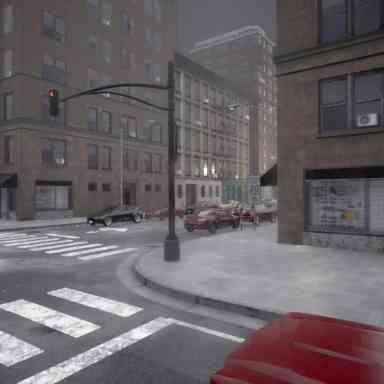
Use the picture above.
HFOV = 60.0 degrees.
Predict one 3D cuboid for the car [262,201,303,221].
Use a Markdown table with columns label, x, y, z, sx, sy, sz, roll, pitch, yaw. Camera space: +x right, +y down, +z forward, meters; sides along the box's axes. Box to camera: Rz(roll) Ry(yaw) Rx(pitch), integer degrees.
| label | x | y | z | sx | sy | sz | roll | pitch | yaw |
| --- | --- | --- | --- | --- | --- | --- | --- | --- | --- |
| car | 7.696 | 1.495 | 27.990 | 1.752 | 1.417 | 4.829 | 0 | 0 | 36 |

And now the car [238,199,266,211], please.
| label | x | y | z | sx | sy | sz | roll | pitch | yaw |
| --- | --- | --- | --- | --- | --- | --- | --- | --- | --- |
| car | 7.486 | 1.600 | 41.494 | 1.802 | 1.307 | 4.206 | 0 | 0 | 36 |

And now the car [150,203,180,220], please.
| label | x | y | z | sx | sy | sz | roll | pitch | yaw |
| --- | --- | --- | --- | --- | --- | --- | --- | --- | --- |
| car | -2.142 | 1.604 | 28.027 | 1.802 | 1.307 | 4.206 | 0 | 0 | 36 |

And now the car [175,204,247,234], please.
| label | x | y | z | sx | sy | sz | roll | pitch | yaw |
| --- | --- | --- | --- | --- | --- | --- | --- | --- | --- |
| car | 1.178 | 1.555 | 18.872 | 1.802 | 1.307 | 4.206 | 0 | 0 | 36 |

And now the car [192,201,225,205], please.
| label | x | y | z | sx | sy | sz | roll | pitch | yaw |
| --- | --- | --- | --- | --- | --- | --- | --- | --- | --- |
| car | 1.067 | 1.565 | 32.516 | 1.887 | 1.381 | 4.507 | 0 | 0 | 36 |

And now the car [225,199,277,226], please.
| label | x | y | z | sx | sy | sz | roll | pitch | yaw |
| --- | --- | --- | --- | --- | --- | --- | --- | --- | --- |
| car | 4.387 | 1.412 | 23.362 | 1.967 | 1.590 | 4.097 | 0 | 0 | 36 |

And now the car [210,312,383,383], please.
| label | x | y | z | sx | sy | sz | roll | pitch | yaw |
| --- | --- | --- | --- | --- | --- | --- | --- | --- | --- |
| car | 2.381 | 1.601 | 1.991 | 4.718 | 1.301 | 1.895 | 0 | 0 | 36 |

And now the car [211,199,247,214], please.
| label | x | y | z | sx | sy | sz | roll | pitch | yaw |
| --- | --- | --- | --- | --- | --- | --- | --- | --- | --- |
| car | 4.177 | 1.544 | 36.867 | 1.752 | 1.417 | 4.829 | 0 | 0 | 36 |

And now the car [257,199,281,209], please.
| label | x | y | z | sx | sy | sz | roll | pitch | yaw |
| --- | --- | --- | --- | --- | --- | --- | --- | --- | --- |
| car | 10.695 | 1.601 | 45.983 | 1.802 | 1.307 | 4.206 | 0 | 0 | 36 |

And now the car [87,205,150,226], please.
| label | x | y | z | sx | sy | sz | roll | pitch | yaw |
| --- | --- | --- | --- | --- | --- | --- | --- | --- | --- |
| car | -5.352 | 1.590 | 23.538 | 1.947 | 1.339 | 4.313 | 0 | 0 | 36 |
